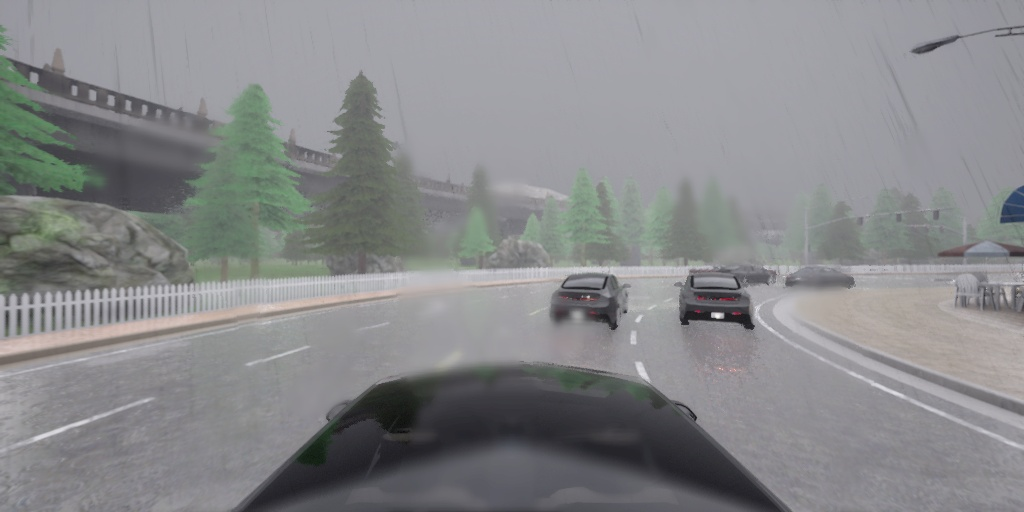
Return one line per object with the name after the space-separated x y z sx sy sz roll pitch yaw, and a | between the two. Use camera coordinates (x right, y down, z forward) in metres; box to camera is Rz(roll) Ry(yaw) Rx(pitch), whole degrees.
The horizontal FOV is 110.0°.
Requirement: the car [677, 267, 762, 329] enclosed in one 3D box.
6.503 1.308 11.695 1.837 1.490 4.892 -1 0 26 | car

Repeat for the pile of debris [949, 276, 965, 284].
38.221 2.117 31.812 1.860 0.140 1.500 0 0 -14 | pile of debris

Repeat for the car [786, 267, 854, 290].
19.931 1.436 23.208 4.181 1.385 1.994 0 0 -20 | car

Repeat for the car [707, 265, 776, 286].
16.647 1.374 25.654 4.892 1.490 1.837 0 0 -24 | car

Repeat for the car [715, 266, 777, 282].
20.153 1.504 30.942 4.718 1.301 1.895 0 0 -17 | car

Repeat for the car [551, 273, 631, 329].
2.662 1.301 11.664 1.837 1.490 4.892 0 0 23 | car

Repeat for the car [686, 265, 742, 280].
19.323 1.515 34.335 4.718 1.301 1.895 0 0 -17 | car
